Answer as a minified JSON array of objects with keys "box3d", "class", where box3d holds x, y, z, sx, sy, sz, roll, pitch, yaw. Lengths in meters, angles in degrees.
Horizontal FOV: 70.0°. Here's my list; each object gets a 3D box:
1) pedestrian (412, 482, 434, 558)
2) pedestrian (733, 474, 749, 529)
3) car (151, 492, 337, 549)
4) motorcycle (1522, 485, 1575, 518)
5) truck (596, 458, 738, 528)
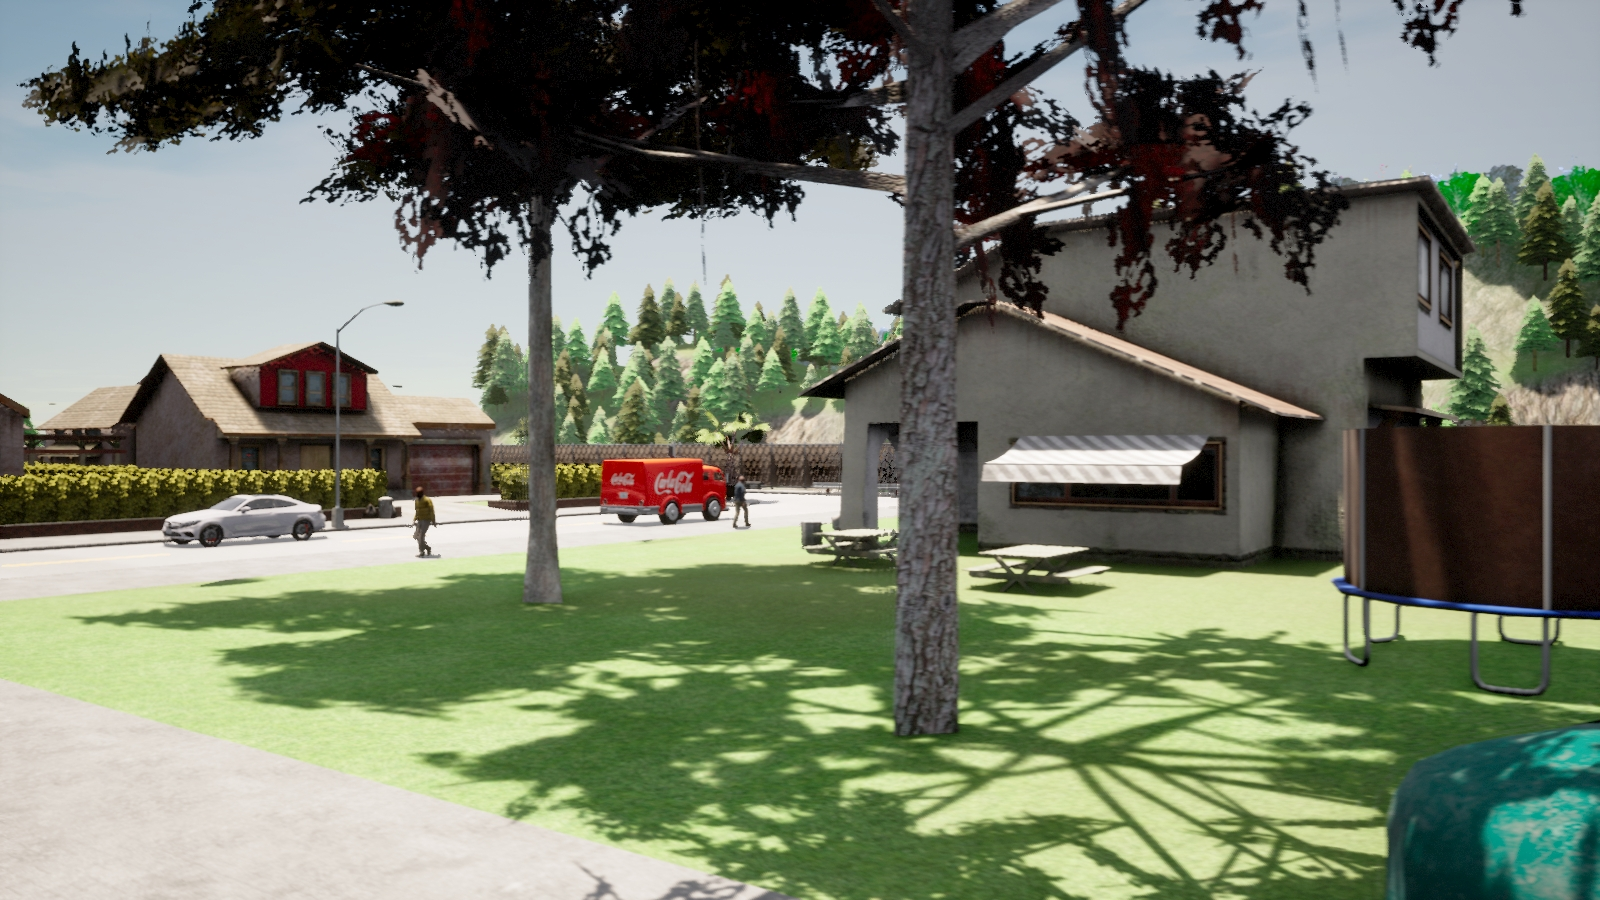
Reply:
[{"box3d":[-9.400,1.743,28.472,0.375,1.860,0.375,0,0,35],"class":"pedestrian"},{"box3d":[-2.022,1.744,39.049,0.375,1.860,0.375,0,0,41],"class":"pedestrian"},{"box3d":[-16.763,2.081,34.666,2.002,1.442,4.674,0,0,35],"class":"car"},{"box3d":[31.321,2.142,47.807,1.805,1.316,0.856,0,0,35],"class":"motorcycle"},{"box3d":[-5.051,1.568,44.152,2.627,2.467,5.204,0,0,35],"class":"truck"}]
